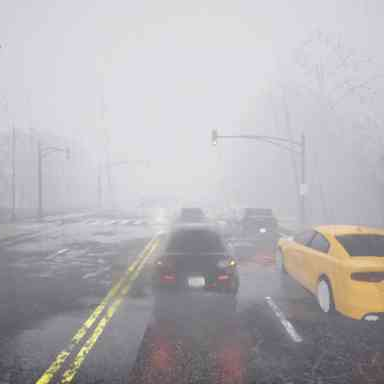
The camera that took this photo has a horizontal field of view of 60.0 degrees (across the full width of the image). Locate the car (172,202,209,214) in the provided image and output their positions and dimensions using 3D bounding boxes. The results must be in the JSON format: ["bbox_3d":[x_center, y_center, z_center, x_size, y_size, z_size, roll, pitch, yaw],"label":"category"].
[{"bbox_3d":[-0.028,1.525,18.758,1.812,1.442,4.674,0,0,-1],"label":"car"}]

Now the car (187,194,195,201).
[{"bbox_3d":[-0.260,1.574,79.421,1.895,1.301,4.718,0,0,0],"label":"car"}]

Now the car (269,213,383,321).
[{"bbox_3d":[3.327,1.477,7.460,1.882,1.535,5.008,0,0,0],"label":"car"}]

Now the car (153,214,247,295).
[{"bbox_3d":[0.073,1.525,8.585,1.812,1.442,4.674,0,0,0],"label":"car"}]

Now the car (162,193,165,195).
[{"bbox_3d":[-6.731,1.214,70.835,2.150,2.045,5.566,0,0,0],"label":"car"}]

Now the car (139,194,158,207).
[{"bbox_3d":[-6.750,1.472,49.833,1.882,1.535,5.008,0,0,0],"label":"car"}]

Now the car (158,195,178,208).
[{"bbox_3d":[-3.498,1.520,49.167,1.812,1.442,4.674,0,0,0],"label":"car"}]

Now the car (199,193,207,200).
[{"bbox_3d":[2.957,1.170,89.374,2.097,1.767,4.553,0,0,0],"label":"car"}]

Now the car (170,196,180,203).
[{"bbox_3d":[-3.476,1.590,69.377,1.895,1.301,4.718,0,0,0],"label":"car"}]

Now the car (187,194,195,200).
[{"bbox_3d":[-0.293,1.292,89.393,1.882,1.535,5.008,0,0,0],"label":"car"}]

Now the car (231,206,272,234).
[{"bbox_3d":[3.293,1.506,17.900,1.837,1.490,4.892,0,0,0],"label":"car"}]

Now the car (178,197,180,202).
[{"bbox_3d":[-3.524,1.518,59.217,1.812,1.442,4.674,0,0,0],"label":"car"}]

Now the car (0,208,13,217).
[{"bbox_3d":[-19.793,1.768,31.195,5.357,1.411,2.033,-1,1,0],"label":"car"}]

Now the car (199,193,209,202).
[{"bbox_3d":[2.991,1.518,78.986,2.033,1.411,5.357,0,0,0],"label":"car"}]

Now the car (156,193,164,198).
[{"bbox_3d":[-6.766,1.469,60.213,1.882,1.535,5.008,0,0,0],"label":"car"}]
